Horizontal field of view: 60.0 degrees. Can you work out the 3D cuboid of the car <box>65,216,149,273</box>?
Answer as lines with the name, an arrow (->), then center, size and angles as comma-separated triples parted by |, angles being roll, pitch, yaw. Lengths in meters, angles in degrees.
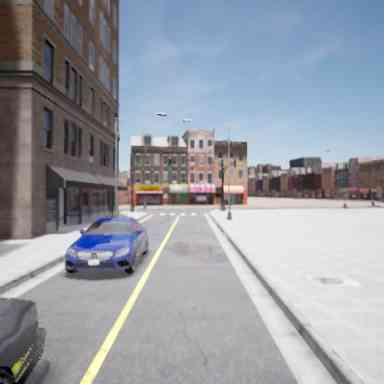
car -> -2.501, 1.538, 10.800 | 1.812, 1.442, 4.674 | 0, 0, 0

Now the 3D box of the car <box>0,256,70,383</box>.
car -> -2.594, 1.549, 1.536 | 2.033, 1.411, 5.357 | 0, 0, 0
